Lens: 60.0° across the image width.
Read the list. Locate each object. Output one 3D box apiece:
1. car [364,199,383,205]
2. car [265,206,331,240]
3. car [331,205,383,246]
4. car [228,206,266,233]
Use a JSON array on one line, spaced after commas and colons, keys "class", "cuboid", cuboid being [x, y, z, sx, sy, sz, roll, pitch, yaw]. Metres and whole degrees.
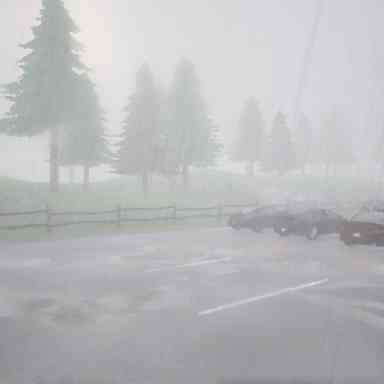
[{"class": "car", "cuboid": [16.391, 1.365, 28.458, 4.553, 1.767, 2.097, 0, 0, -35]}, {"class": "car", "cuboid": [6.236, 1.515, 16.916, 4.892, 1.490, 1.837, 0, 0, -35]}, {"class": "car", "cuboid": [8.269, 1.483, 14.066, 5.008, 1.535, 1.882, 0, 0, -35]}, {"class": "car", "cuboid": [4.204, 1.532, 19.765, 4.674, 1.442, 1.812, 0, 0, -35]}]
